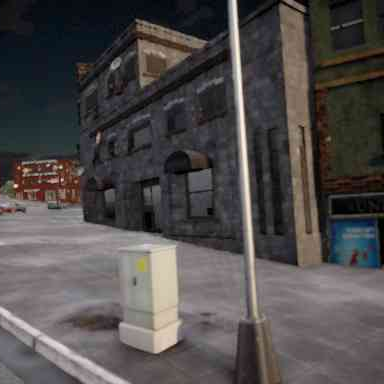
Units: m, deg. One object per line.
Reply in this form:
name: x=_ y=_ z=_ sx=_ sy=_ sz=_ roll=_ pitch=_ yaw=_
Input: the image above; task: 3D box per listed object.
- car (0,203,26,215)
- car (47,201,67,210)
car: x=-23.771 y=2.185 z=43.883 sx=1.812 sy=1.442 sz=4.674 roll=-3 pitch=-1 yaw=1
car: x=-23.345 y=2.397 z=57.738 sx=2.128 sy=1.511 sz=4.902 roll=-4 pitch=-1 yaw=3
